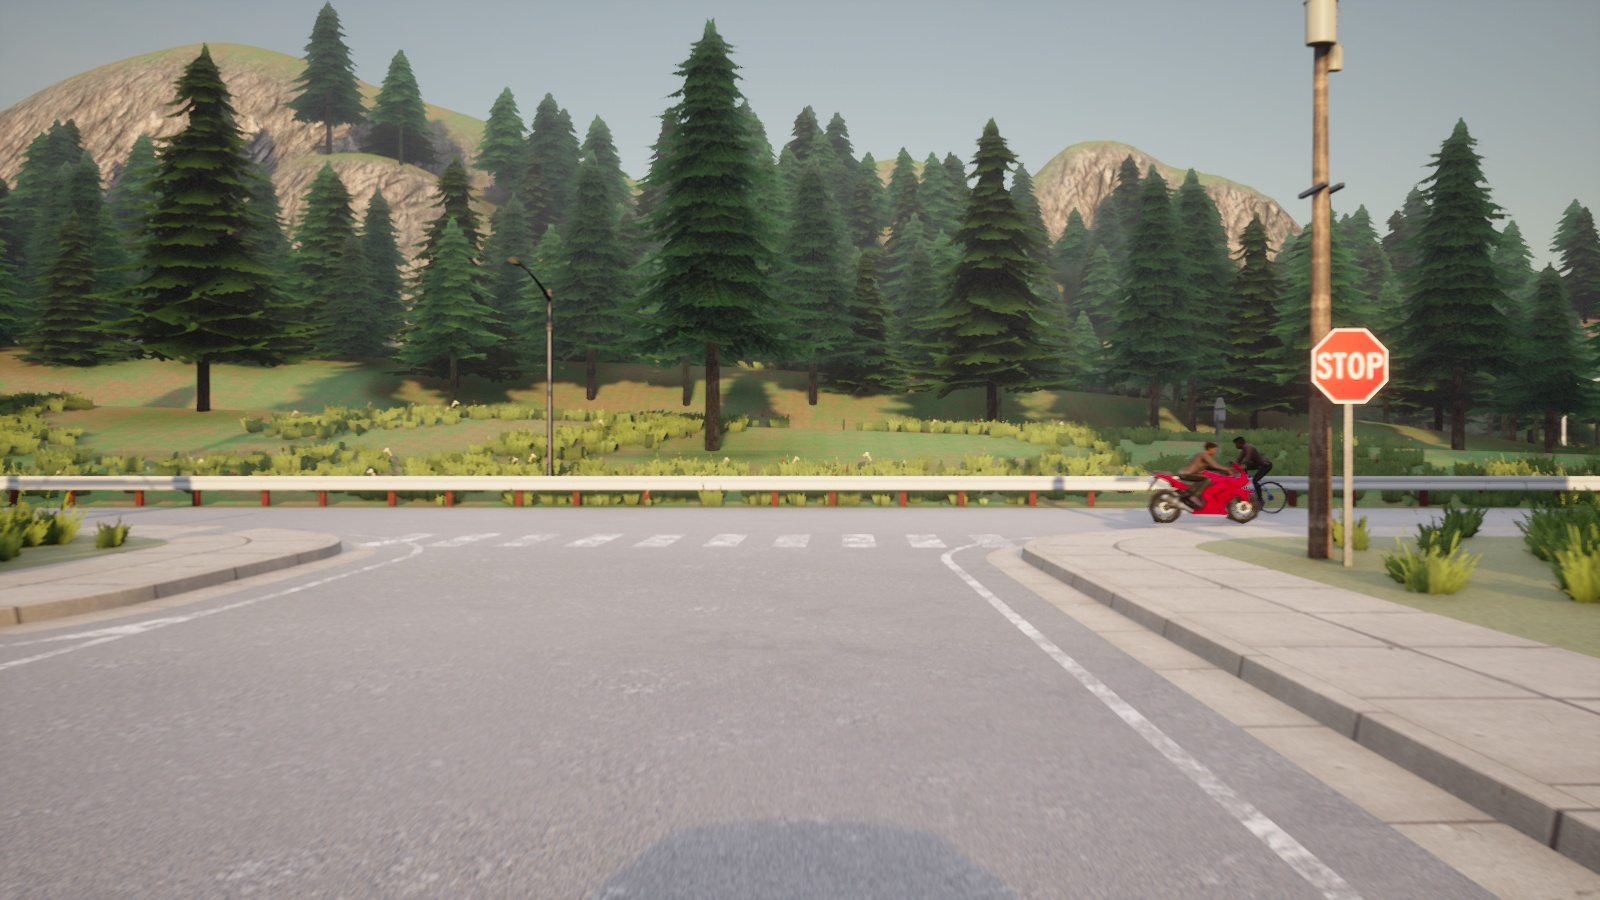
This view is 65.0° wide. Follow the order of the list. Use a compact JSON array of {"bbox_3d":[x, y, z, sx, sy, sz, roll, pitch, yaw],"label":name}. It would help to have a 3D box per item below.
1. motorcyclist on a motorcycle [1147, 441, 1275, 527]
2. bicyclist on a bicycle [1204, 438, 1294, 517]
[{"bbox_3d":[7.412,0.606,22.722,2.044,1.523,0.797,0,0,1],"label":"motorcyclist on a motorcycle"},{"bbox_3d":[9.347,0.559,26.177,1.656,1.620,0.582,0,0,1],"label":"bicyclist on a bicycle"}]
